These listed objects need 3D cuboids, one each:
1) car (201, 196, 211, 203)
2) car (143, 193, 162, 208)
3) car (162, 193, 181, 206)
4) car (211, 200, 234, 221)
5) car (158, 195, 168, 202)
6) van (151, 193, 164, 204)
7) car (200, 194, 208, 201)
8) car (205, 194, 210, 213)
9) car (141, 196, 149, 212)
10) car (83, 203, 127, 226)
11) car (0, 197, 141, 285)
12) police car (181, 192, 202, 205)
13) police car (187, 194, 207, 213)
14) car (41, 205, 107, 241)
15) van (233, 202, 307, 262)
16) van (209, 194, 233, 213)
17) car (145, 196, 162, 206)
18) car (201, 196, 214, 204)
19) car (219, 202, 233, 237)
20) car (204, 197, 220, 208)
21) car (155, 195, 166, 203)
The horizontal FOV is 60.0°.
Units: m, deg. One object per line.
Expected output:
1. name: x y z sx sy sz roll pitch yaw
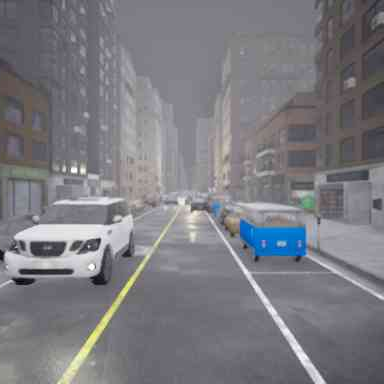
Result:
1. car: 2.637 1.352 62.753 1.802 1.307 4.206 0 0 0
2. car: -5.880 1.151 45.729 2.192 1.841 5.009 0 0 0
3. car: -3.089 1.296 50.442 1.882 1.535 5.008 0 0 0
4. car: 2.657 1.471 23.069 2.008 1.369 4.403 0 0 0
5. car: -5.891 1.270 68.233 1.752 1.417 4.829 0 0 0
6. van: -5.886 1.135 57.064 1.690 1.788 3.998 0 0 0
7. car: 2.631 1.241 74.263 1.752 1.417 4.829 0 0 0
8. car: 2.651 1.319 34.407 1.967 1.590 4.097 0 0 0
9. car: -5.874 1.405 34.223 1.752 1.417 4.829 0 0 0
10. car: -5.869 1.486 23.056 1.947 1.339 4.313 0 0 0
11. car: -3.090 1.190 9.767 2.150 2.045 5.566 0 0 0
12. police car: 0.249 1.241 51.063 1.930 1.638 5.238 0 0 -17
13. police car: 0.780 1.301 35.142 1.930 1.638 5.238 0 0 -1
14. car: -5.866 1.467 17.218 1.752 1.417 4.829 0 0 0
15. van: 2.662 1.301 11.729 1.690 1.788 3.998 0 0 0
16. van: 2.654 1.241 28.737 1.690 1.788 3.998 0 0 0
17. car: -5.883 1.366 51.397 2.008 1.369 4.403 0 0 0
18. car: 2.640 1.344 57.083 2.008 1.369 4.403 0 0 0
19. car: 2.660 1.465 17.569 1.752 1.417 4.829 0 0 0
20. car: 2.646 1.402 45.746 1.947 1.339 4.313 0 0 0
21. car: -5.888 1.296 62.564 1.752 1.417 4.829 0 0 0
